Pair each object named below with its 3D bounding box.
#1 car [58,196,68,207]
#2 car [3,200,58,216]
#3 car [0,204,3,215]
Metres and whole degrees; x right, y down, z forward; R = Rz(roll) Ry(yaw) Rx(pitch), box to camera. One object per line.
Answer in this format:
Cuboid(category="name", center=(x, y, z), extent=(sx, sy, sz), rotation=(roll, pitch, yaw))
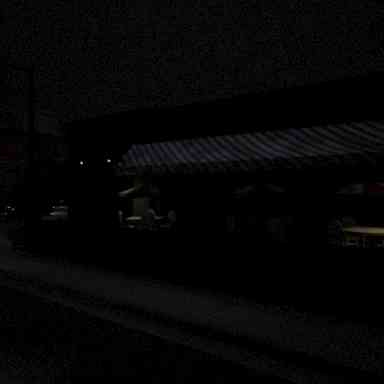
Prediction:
Cuboid(category="car", center=(-19.637, 1.398, 53.058), extent=(2.097, 1.767, 4.553), rotation=(0, 0, 34))
Cuboid(category="car", center=(-15.675, 1.593, 32.531), extent=(1.994, 1.385, 4.181), rotation=(0, 0, 23))
Cuboid(category="car", center=(-20.005, 1.382, 31.351), extent=(2.097, 1.767, 4.553), rotation=(0, 0, 15))
